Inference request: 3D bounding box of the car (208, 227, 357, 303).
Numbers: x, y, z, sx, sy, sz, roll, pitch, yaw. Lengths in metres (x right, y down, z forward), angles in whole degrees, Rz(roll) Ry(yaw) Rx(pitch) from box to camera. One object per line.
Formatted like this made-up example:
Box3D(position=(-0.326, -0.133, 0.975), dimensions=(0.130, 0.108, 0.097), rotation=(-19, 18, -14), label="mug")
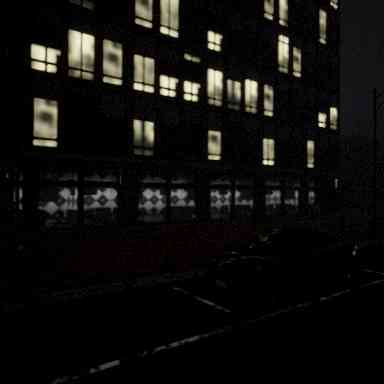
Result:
Box3D(position=(2.390, 1.589, 8.257), dimensions=(4.313, 1.339, 1.947), rotation=(0, 0, -35), label="car")
